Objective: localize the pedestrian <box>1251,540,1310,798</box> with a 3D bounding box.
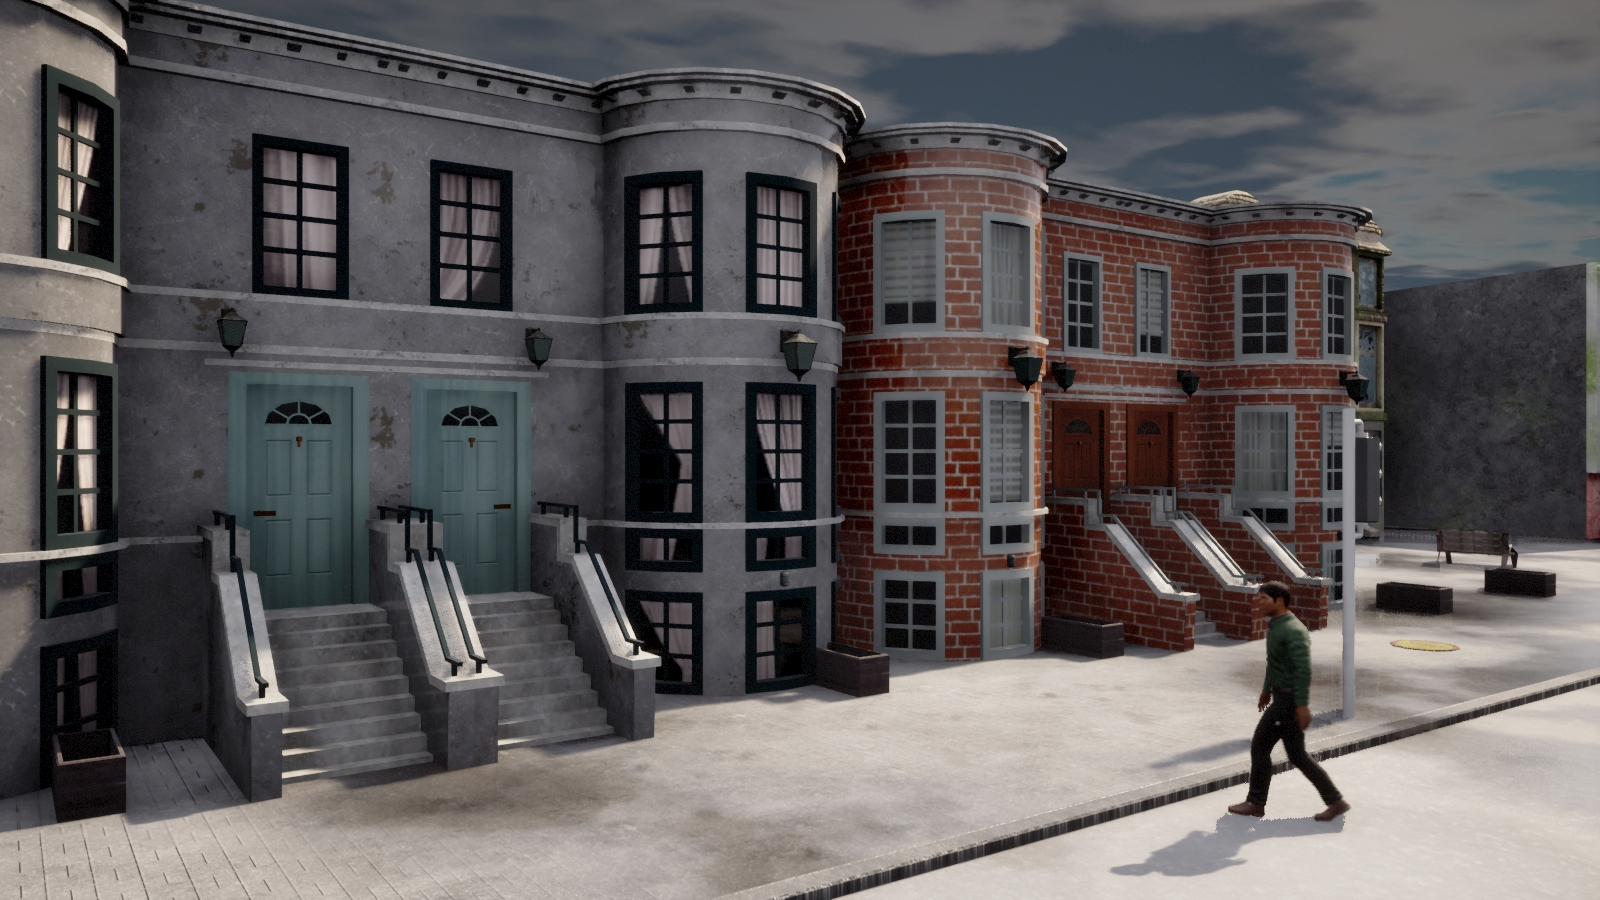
[{"bbox_3d":[3.620,1.629,8.622,0.375,1.860,0.375,0,0,17],"label":"pedestrian"}]
